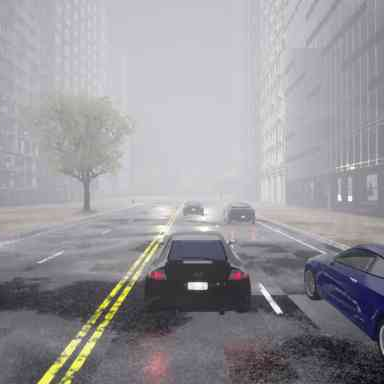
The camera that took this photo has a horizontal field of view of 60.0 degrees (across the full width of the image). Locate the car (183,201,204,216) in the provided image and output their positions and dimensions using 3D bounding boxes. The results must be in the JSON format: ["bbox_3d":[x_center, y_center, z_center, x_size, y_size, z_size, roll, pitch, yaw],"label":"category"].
[{"bbox_3d":[0.144,1.574,32.260,1.994,1.385,4.181,0,0,0],"label":"car"}]

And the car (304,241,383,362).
[{"bbox_3d":[3.355,1.527,5.394,1.812,1.442,4.674,0,0,0],"label":"car"}]

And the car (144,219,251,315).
[{"bbox_3d":[0.107,1.566,7.658,1.994,1.385,4.181,0,0,0],"label":"car"}]

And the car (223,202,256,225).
[{"bbox_3d":[3.382,1.485,24.454,1.882,1.535,5.008,0,0,0],"label":"car"}]
